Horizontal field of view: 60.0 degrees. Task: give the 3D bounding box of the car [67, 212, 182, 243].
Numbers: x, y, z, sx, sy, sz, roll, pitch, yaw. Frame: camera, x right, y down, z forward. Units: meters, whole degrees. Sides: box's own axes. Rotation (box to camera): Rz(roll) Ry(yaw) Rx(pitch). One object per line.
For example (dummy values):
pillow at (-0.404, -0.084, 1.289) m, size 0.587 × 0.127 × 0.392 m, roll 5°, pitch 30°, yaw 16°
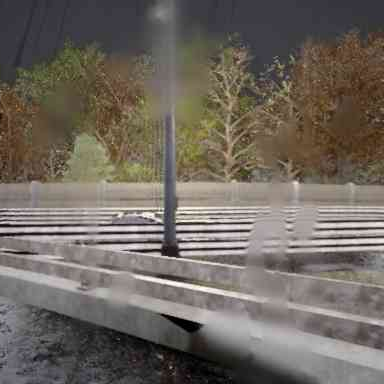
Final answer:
car at (-2.727, 1.592, 13.863) m, size 4.674 × 1.442 × 1.812 m, roll -1°, pitch 0°, yaw -6°
